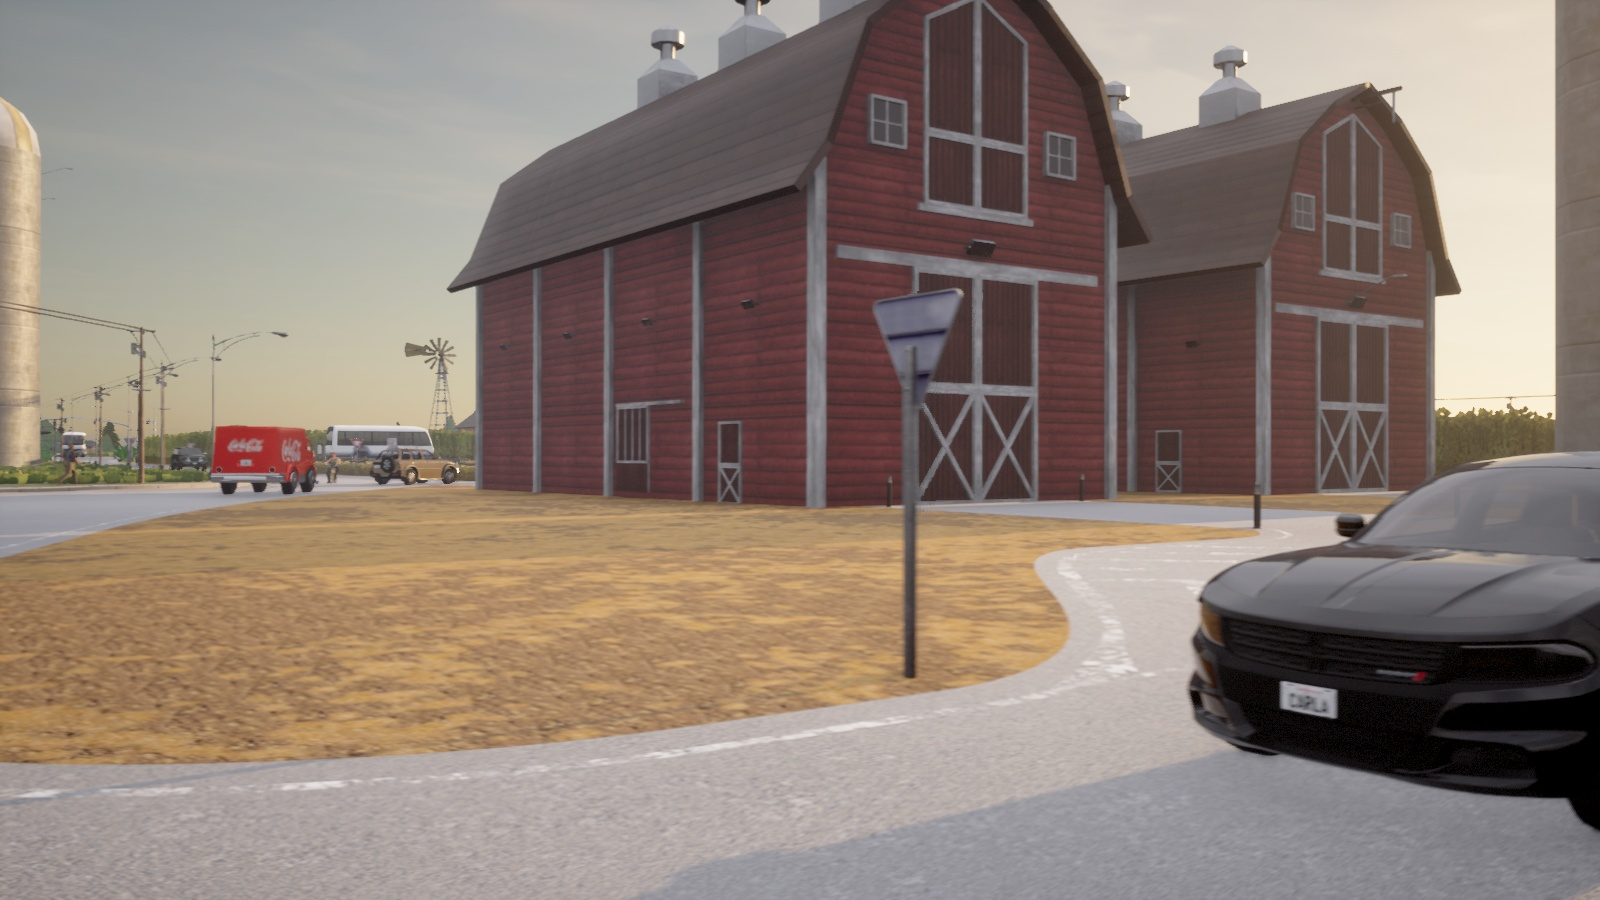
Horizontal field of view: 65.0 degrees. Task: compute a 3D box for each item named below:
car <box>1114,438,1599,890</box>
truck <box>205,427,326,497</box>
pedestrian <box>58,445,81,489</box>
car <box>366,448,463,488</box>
[{"bbox_3d":[4.045,0.728,6.472,5.008,1.535,1.882,0,0,-35],"label":"car"},{"bbox_3d":[-19.827,0.468,46.891,2.627,2.467,5.204,0,-1,-4],"label":"truck"},{"bbox_3d":[-31.099,0.713,53.469,0.540,1.848,0.694,0,0,41],"label":"pedestrian"},{"bbox_3d":[-18.851,0.869,61.610,1.932,1.855,4.605,-1,-1,24],"label":"car"}]
